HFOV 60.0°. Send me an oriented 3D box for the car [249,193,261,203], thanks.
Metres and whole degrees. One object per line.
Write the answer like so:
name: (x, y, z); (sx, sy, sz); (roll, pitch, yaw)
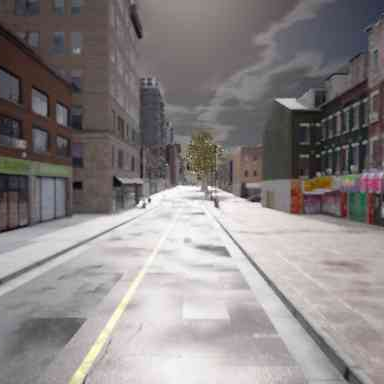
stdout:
car: (12.723, 0.990, 58.980); (5.009, 1.841, 2.192); (1, 0, 0)
